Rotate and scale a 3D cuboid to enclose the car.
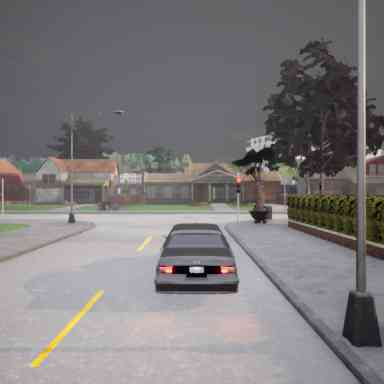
[{"bbox_3d":[0.103,1.547,8.919,2.033,1.411,5.357,0,0,0],"label":"car"}]
